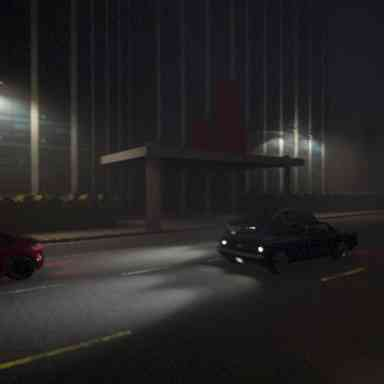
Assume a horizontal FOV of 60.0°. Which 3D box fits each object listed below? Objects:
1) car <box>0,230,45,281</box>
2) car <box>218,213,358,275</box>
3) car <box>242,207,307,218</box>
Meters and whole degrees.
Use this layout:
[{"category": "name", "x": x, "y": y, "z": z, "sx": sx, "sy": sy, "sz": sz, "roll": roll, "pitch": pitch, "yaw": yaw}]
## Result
[{"category": "car", "x": -5.985, "y": 1.565, "z": 8.308, "sx": 4.181, "sy": 1.385, "sz": 1.994, "roll": 0, "pitch": 0, "yaw": -35}, {"category": "car", "x": 3.124, "y": 1.563, "z": 10.459, "sx": 4.718, "sy": 1.301, "sz": 1.895, "roll": 0, "pitch": 0, "yaw": -35}, {"category": "car", "x": 3.720, "y": 1.439, "z": 15.214, "sx": 4.902, "sy": 1.511, "sz": 2.128, "roll": 0, "pitch": 0, "yaw": -35}]
